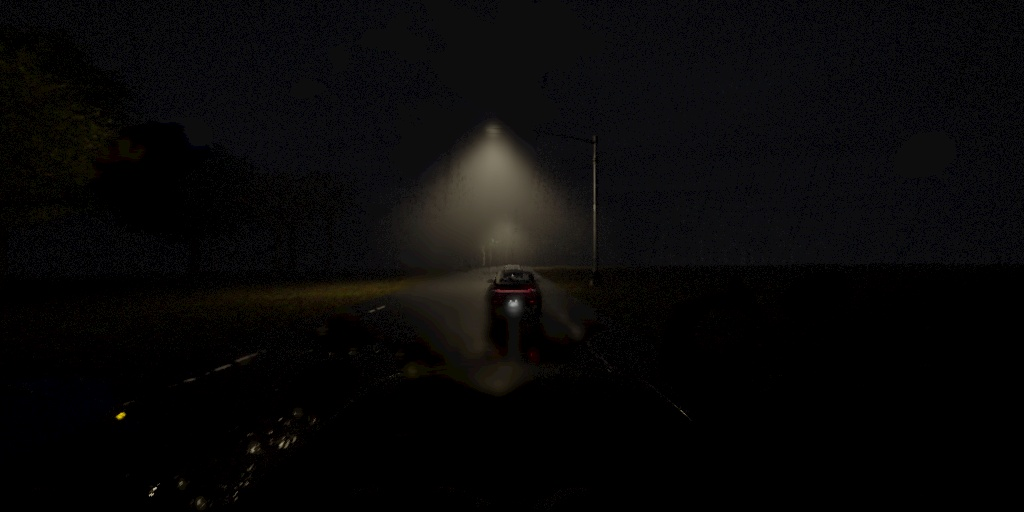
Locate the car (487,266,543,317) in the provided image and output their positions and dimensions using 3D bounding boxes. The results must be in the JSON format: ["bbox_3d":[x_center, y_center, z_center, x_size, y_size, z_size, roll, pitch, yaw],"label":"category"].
[{"bbox_3d":[0.092,1.314,13.488,2.128,1.511,4.902,0,0,0],"label":"car"}]

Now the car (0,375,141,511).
[{"bbox_3d":[-3.590,1.266,0.653,1.812,1.442,4.674,0,-1,0],"label":"car"}]
